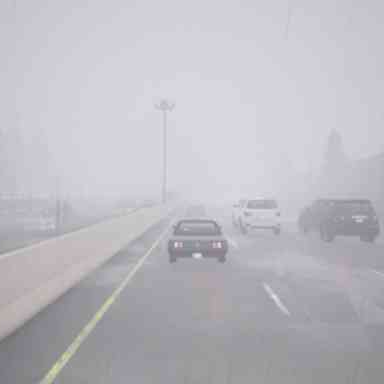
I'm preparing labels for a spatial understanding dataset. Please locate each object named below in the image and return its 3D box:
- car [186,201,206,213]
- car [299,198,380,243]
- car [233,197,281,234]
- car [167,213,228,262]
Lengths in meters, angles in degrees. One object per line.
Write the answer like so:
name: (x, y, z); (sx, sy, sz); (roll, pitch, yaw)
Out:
car: (0.409, 1.705, 34.981); (1.812, 1.442, 4.674); (0, 0, 1)
car: (7.236, 1.328, 16.972); (2.150, 2.045, 5.566); (0, 0, 1)
car: (3.768, 1.335, 20.029); (2.150, 2.045, 5.566); (0, 0, 1)
car: (0.191, 1.665, 12.418); (1.895, 1.301, 4.718); (0, 0, 1)
